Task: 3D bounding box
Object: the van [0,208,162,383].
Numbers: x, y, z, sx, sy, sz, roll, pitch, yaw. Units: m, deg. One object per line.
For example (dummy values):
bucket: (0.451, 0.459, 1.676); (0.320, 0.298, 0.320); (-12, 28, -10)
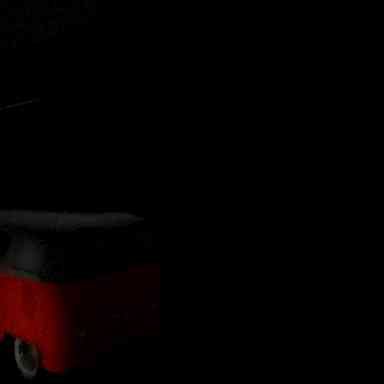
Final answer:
van: (-2.661, 1.282, 5.428); (4.442, 1.987, 1.878); (0, 0, 35)
